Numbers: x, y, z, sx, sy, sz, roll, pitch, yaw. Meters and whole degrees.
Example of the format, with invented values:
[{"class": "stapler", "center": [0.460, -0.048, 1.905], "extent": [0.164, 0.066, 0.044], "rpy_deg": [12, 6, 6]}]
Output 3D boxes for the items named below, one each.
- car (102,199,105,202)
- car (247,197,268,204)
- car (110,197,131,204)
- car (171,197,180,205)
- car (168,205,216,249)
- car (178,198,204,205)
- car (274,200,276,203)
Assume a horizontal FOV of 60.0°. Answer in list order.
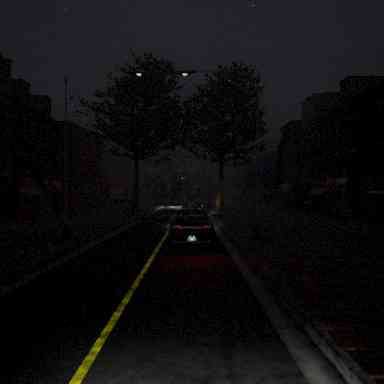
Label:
[{"class": "car", "center": [-20.923, 1.713, 70.351], "extent": [4.829, 1.417, 1.752], "rpy_deg": [0, 0, 0]}, {"class": "car", "center": [13.957, 1.847, 70.557], "extent": [4.403, 1.369, 2.008], "rpy_deg": [0, 0, 0]}, {"class": "car", "center": [-15.073, 1.746, 70.386], "extent": [4.507, 1.381, 1.887], "rpy_deg": [0, 0, 0]}, {"class": "car", "center": [-2.750, 1.707, 59.653], "extent": [2.128, 1.511, 4.902], "rpy_deg": [0, 0, 0]}, {"class": "car", "center": [0.000, 1.523, 14.652], "extent": [2.128, 1.511, 4.902], "rpy_deg": [0, 0, 0]}, {"class": "car", "center": [0.000, 1.559, 29.652], "extent": [1.882, 1.535, 5.008], "rpy_deg": [0, 0, 0]}, {"class": "car", "center": [19.632, 1.886, 70.590], "extent": [4.313, 1.339, 1.947], "rpy_deg": [0, 0, 0]}]
